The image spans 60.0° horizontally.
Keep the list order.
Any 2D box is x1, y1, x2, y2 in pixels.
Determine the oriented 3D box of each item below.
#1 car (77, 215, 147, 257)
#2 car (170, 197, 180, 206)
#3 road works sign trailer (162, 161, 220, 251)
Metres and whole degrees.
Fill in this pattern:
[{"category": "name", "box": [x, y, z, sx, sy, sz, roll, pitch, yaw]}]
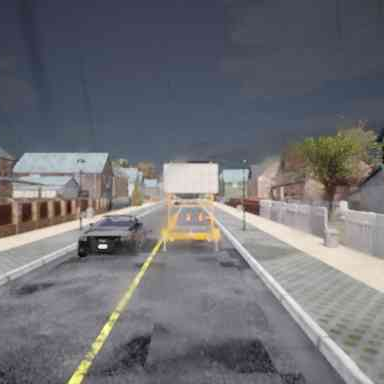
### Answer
[{"category": "car", "box": [-2.903, 1.581, 12.811, 1.994, 1.385, 4.181, 0, 0, 0]}, {"category": "car", "box": [-3.055, 1.653, 56.172, 2.128, 1.511, 4.902, 0, 0, 0]}, {"category": "road works sign trailer", "box": [-0.047, 0.484, 14.220, 2.380, 3.560, 2.880, 0, 0, 0]}]
